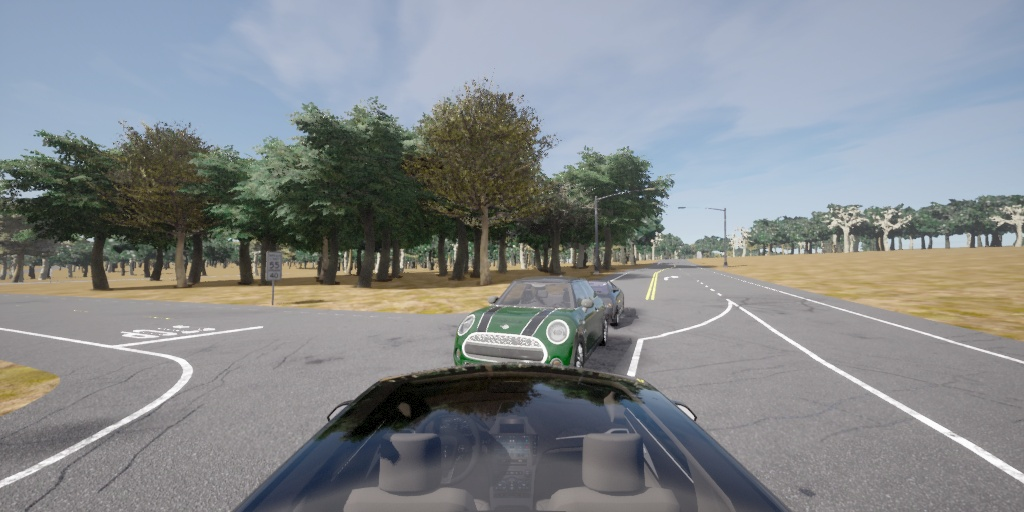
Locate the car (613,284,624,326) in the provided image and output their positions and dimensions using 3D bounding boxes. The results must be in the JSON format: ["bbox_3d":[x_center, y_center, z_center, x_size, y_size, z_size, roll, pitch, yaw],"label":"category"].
[{"bbox_3d":[2.899,1.556,12.910,1.994,1.385,4.181,-2,0,22],"label":"car"}]

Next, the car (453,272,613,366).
[{"bbox_3d":[0.676,1.223,7.477,2.097,1.767,4.553,-1,-2,22],"label":"car"}]
